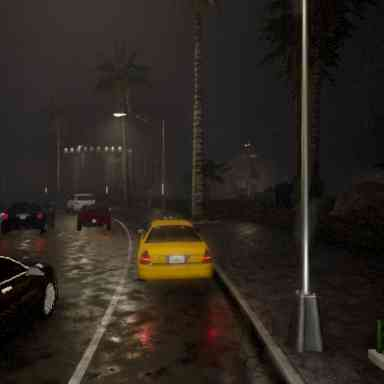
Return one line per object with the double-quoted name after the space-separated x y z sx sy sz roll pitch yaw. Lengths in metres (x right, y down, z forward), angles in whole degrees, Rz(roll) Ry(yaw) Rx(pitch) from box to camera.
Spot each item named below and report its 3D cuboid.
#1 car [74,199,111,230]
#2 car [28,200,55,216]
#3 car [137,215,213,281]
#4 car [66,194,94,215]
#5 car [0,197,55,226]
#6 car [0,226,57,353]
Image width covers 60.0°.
-6.155 1.473 21.018 1.882 1.535 5.008 0 0 -15 "car"
-15.337 1.552 33.744 1.994 1.385 4.181 0 0 -31 "car"
-0.649 1.456 9.853 1.801 1.575 5.366 0 0 -7 "car"
-11.378 1.214 33.991 2.150 2.045 5.566 0 0 -29 "car"
-9.300 1.344 19.267 2.097 1.767 4.553 0 0 -15 "car"
-3.309 1.504 4.299 1.837 1.490 4.892 0 0 -4 "car"
